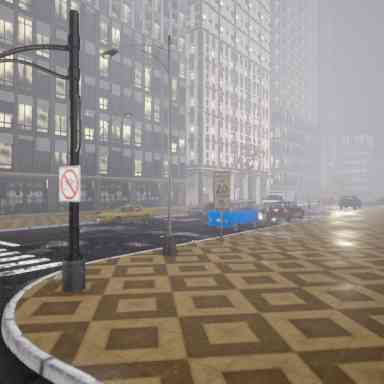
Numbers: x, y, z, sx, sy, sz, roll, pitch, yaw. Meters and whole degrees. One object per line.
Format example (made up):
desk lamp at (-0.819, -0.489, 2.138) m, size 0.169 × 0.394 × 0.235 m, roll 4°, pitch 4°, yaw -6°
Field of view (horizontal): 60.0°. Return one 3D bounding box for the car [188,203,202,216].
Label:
car at (1.368, 1.603, 31.706) m, size 1.802 × 1.307 × 4.206 m, roll 0°, pitch 0°, yaw 38°

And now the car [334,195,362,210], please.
car at (21.208, 1.368, 44.502) m, size 2.192 × 1.841 × 5.009 m, roll 0°, pitch 0°, yaw 38°

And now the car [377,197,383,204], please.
car at (38.212, 1.658, 66.518) m, size 1.947 × 1.339 × 4.313 m, roll 0°, pitch 0°, yaw 38°

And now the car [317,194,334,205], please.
car at (25.175, 1.380, 62.530) m, size 2.192 × 1.841 × 5.009 m, roll 0°, pitch 0°, yaw 38°

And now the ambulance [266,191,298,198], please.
ambulance at (10.242, 1.062, 38.996) m, size 2.351 × 2.431 × 6.366 m, roll 0°, pitch 0°, yaw 38°

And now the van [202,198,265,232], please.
van at (2.631, 1.368, 20.268) m, size 1.690 × 1.788 × 3.998 m, roll 0°, pitch 0°, yaw 38°

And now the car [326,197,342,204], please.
car at (28.576, 1.624, 66.932) m, size 2.008 × 1.369 × 4.403 m, roll 0°, pitch 0°, yaw 38°

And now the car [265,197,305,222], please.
car at (7.605, 1.472, 26.889) m, size 1.967 × 1.590 × 4.097 m, roll 0°, pitch 0°, yaw 38°

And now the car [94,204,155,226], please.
car at (-4.752, 1.540, 23.993) m, size 1.752 × 1.417 × 4.829 m, roll 0°, pitch 0°, yaw 38°
